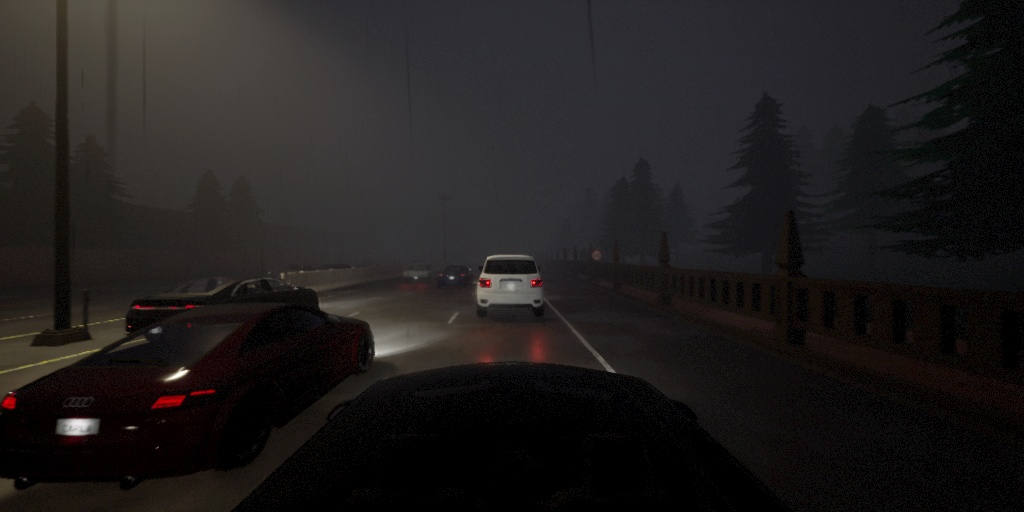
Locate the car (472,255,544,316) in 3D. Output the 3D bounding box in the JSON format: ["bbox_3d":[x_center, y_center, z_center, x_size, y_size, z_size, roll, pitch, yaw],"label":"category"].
[{"bbox_3d":[-0.074,0.964,13.410,2.150,2.045,5.566,0,0,-1],"label":"car"}]

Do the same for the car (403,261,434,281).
[{"bbox_3d":[-7.256,1.337,29.172,1.895,1.301,4.718,0,0,-1],"label":"car"}]

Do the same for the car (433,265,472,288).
[{"bbox_3d":[-3.701,1.301,23.898,1.994,1.385,4.181,0,0,-1],"label":"car"}]

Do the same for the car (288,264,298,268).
[{"bbox_3d":[-17.959,1.348,29.683,1.895,1.301,4.718,0,0,-1],"label":"car"}]

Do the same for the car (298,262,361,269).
[{"bbox_3d":[-14.453,1.292,28.850,2.033,1.411,5.357,0,0,-1],"label":"car"}]

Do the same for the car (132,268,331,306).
[{"bbox_3d":[-7.017,1.244,9.433,2.128,1.511,4.902,0,0,-1],"label":"car"}]

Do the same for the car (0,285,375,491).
[{"bbox_3d":[-3.456,1.316,4.842,1.994,1.385,4.181,0,0,-1],"label":"car"}]

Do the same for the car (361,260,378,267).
[{"bbox_3d":[-21.655,1.295,53.613,1.994,1.385,4.181,0,0,0],"label":"car"}]
